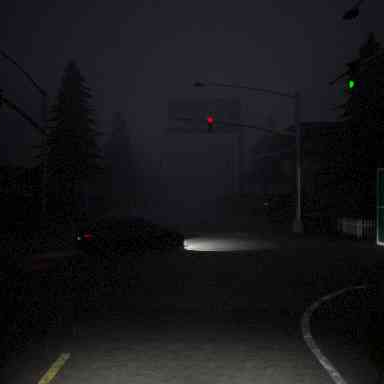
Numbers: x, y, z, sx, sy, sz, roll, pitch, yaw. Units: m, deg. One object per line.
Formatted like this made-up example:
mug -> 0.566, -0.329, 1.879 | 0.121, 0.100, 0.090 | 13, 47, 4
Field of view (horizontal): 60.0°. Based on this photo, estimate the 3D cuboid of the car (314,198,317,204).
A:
car -> 22.550, 1.553, 64.010 | 1.970, 1.475, 3.806 | 0, 0, 0

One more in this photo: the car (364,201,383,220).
car -> 18.718, 1.672, 30.616 | 4.611, 1.667, 2.242 | 0, 0, 0

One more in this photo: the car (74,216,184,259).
car -> -2.398, 1.645, 13.030 | 4.181, 1.385, 1.994 | 0, 0, -34

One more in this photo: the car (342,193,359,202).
car -> 34.960, 1.490, 71.792 | 2.007, 1.523, 4.514 | 0, 0, 0

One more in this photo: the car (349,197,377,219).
car -> 14.387, 1.505, 24.949 | 3.866, 1.878, 1.905 | 0, 0, 0

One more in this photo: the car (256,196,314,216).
car -> 9.493, 1.415, 34.969 | 5.566, 2.045, 2.150 | 0, 0, -18
